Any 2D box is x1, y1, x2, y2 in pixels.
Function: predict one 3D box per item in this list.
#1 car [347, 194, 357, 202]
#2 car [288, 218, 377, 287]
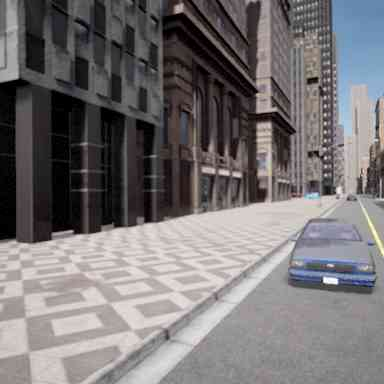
[{"bbox_3d":[33.469,1.180,69.655,1.882,1.535,5.008,-1,-1,26],"label":"car"},{"bbox_3d":[3.986,1.484,9.544,2.033,1.411,5.357,-1,0,23],"label":"car"}]
